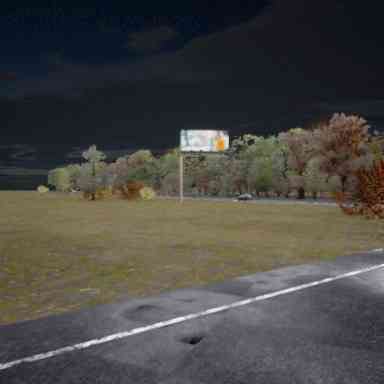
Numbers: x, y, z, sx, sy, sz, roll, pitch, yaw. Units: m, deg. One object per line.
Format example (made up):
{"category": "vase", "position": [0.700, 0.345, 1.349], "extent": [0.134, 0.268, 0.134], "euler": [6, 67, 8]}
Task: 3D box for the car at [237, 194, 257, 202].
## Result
{"category": "car", "position": [11.337, 1.210, 68.640], "extent": [1.812, 1.442, 4.674], "euler": [0, 0, -34]}
